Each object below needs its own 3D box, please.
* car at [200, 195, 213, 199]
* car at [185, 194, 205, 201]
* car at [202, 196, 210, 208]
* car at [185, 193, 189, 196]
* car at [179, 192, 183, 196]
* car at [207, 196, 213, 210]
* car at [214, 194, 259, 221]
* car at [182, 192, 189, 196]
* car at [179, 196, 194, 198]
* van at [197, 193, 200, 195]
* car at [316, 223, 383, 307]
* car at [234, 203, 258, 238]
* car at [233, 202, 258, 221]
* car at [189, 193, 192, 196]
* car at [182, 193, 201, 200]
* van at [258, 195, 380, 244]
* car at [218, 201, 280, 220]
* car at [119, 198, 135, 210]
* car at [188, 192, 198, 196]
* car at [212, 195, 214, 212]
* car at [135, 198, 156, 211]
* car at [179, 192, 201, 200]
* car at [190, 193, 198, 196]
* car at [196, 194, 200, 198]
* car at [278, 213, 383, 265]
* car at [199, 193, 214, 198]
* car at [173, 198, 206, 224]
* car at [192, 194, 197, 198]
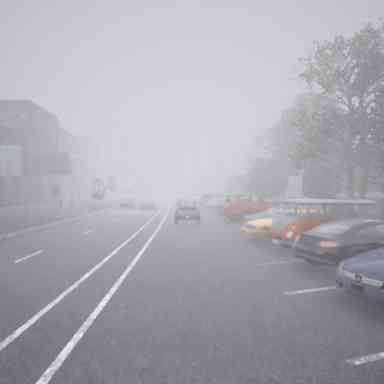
[{"bbox_3d":[4.031,1.472,42.594,5.008,1.535,2.097,1,0,-24],"label":"car"},{"bbox_3d":[0.753,1.362,81.074,4.553,1.767,2.185,0,1,-27],"label":"car"},{"bbox_3d":[4.177,1.497,39.614,4.792,1.488,2.163,1,0,-23],"label":"car"},{"bbox_3d":[1.717,1.545,72.212,4.892,1.521,2.231,1,0,-26],"label":"car"},{"bbox_3d":[0.425,1.197,84.024,5.566,2.045,2.435,0,1,-27],"label":"car"},{"bbox_3d":[4.516,1.463,33.689,4.892,1.521,2.231,1,0,-23],"label":"car"},{"bbox_3d":[4.897,1.208,24.801,5.566,2.045,2.435,1,0,-22],"label":"car"},{"bbox_3d":[1.438,1.284,75.189,5.566,2.045,2.435,1,0,-26],"label":"car"},{"bbox_3d":[-1.225,1.540,42.856,2.033,1.411,5.357,0,0,-3],"label":"car"},{"bbox_3d":[3.570,1.266,51.542,4.442,1.987,1.878,1,-1,-24],"label":"van"},{"bbox_3d":[5.247,1.518,6.984,4.674,1.452,2.002,0,1,-20],"label":"car"},{"bbox_3d":[4.949,1.460,15.808,5.366,1.575,1.946,1,0,-21],"label":"car"},{"bbox_3d":[5.051,1.502,18.847,4.674,1.452,2.002,1,0,-22],"label":"car"},{"bbox_3d":[2.697,1.524,63.416,5.366,1.575,1.946,1,-1,-25],"label":"car"},{"bbox_3d":[-0.229,1.215,89.962,4.553,1.767,2.185,0,2,-27],"label":"car"},{"bbox_3d":[5.078,1.242,12.862,4.442,1.987,1.878,1,0,-21],"label":"van"},{"bbox_3d":[4.763,1.499,27.752,4.674,1.452,2.002,1,0,-22],"label":"car"},{"bbox_3d":[-8.453,1.483,44.081,1.882,1.535,5.008,0,0,-3],"label":"car"},{"bbox_3d":[2.297,1.408,66.304,4.553,1.767,2.185,1,0,-25],"label":"car"},{"bbox_3d":[4.609,1.334,30.716,4.553,1.767,2.185,1,0,-23],"label":"car"},{"bbox_3d":[-5.436,1.520,40.411,1.812,1.442,4.674,0,0,-3],"label":"car"},{"bbox_3d":[-0.648,1.024,92.875,5.566,2.045,2.435,0,2,-27],"label":"car"},{"bbox_3d":[2.772,1.516,60.377,5.008,1.535,2.097,1,-1,-25],"label":"car"},{"bbox_3d":[3.674,1.483,48.521,5.008,1.535,2.097,1,0,-24],"label":"car"},{"bbox_3d":[5.230,1.514,9.938,4.674,1.452,2.002,1,0,-21],"label":"car"},{"bbox_3d":[3.826,1.351,45.552,4.553,1.767,2.185,1,0,-24],"label":"car"},{"bbox_3d":[-0.379,1.469,24.802,2.128,1.511,4.902,0,0,-2],"label":"car"},{"bbox_3d":[3.028,1.507,57.410,5.008,1.535,2.097,1,0,-25],"label":"car"}]
